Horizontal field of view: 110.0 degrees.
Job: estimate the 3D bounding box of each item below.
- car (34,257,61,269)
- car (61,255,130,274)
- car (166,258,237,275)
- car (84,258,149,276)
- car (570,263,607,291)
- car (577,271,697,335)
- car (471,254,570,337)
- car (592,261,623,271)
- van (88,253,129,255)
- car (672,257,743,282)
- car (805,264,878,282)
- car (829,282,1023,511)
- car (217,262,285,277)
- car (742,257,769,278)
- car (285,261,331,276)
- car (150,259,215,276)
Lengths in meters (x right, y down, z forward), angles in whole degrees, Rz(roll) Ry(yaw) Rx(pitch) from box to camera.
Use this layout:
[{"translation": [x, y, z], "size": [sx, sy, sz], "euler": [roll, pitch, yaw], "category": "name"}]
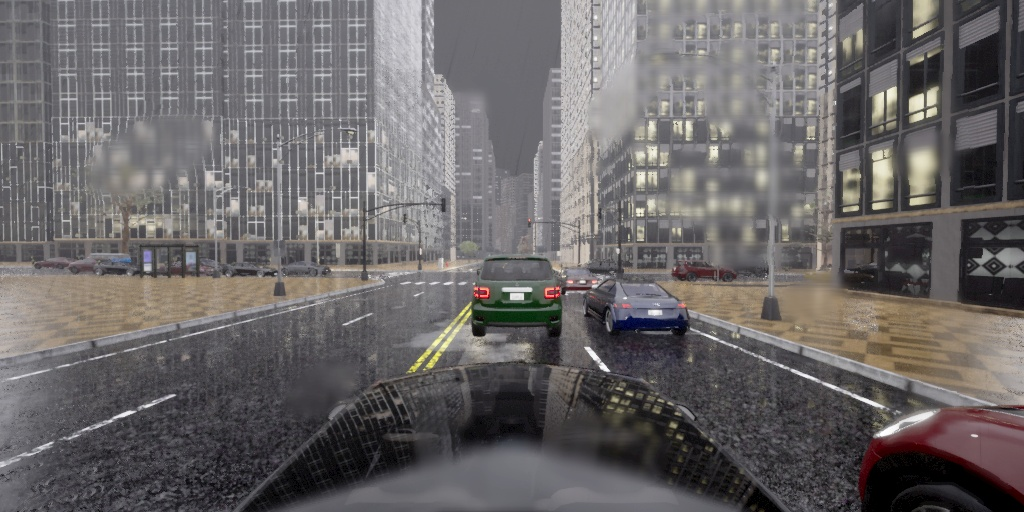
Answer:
[{"translation": [-50.893, 0.791, 40.275], "size": [4.207, 1.307, 1.802], "euler": [0, 0, 1], "category": "car"}, {"translation": [-39.442, 0.936, 34.224], "size": [4.674, 1.442, 1.812], "euler": [1, 1, 2], "category": "car"}, {"translation": [-29.370, 0.993, 33.993], "size": [4.902, 1.511, 2.128], "euler": [1, 1, 1], "category": "car"}, {"translation": [-34.037, 1.068, 31.466], "size": [4.313, 1.339, 1.948], "euler": [0, 0, 1], "category": "car"}, {"translation": [3.388, 1.287, 19.740], "size": [2.033, 1.411, 5.357], "euler": [0, 0, 0], "category": "car"}, {"translation": [3.374, 1.309, 10.498], "size": [1.994, 1.385, 4.181], "euler": [0, 0, -1], "category": "car"}, {"translation": [0.117, 0.967, 10.405], "size": [2.150, 2.045, 5.566], "euler": [0, 0, 0], "category": "car"}, {"translation": [8.907, 1.290, 37.049], "size": [4.892, 1.490, 1.837], "euler": [1, 2, 12], "category": "car"}, {"translation": [-45.211, 0.603, 40.149], "size": [3.998, 1.789, 1.690], "euler": [0, 0, 1], "category": "van"}, {"translation": [16.251, 1.268, 30.533], "size": [5.009, 1.841, 2.192], "euler": [0, 0, 1], "category": "car"}, {"translation": [27.698, 1.577, 30.313], "size": [4.829, 1.417, 1.751], "euler": [0, 0, 1], "category": "car"}, {"translation": [3.344, 1.103, 0.454], "size": [2.097, 1.767, 4.553], "euler": [0, 0, 0], "category": "car"}, {"translation": [-22.673, 1.172, 31.137], "size": [4.313, 1.339, 1.948], "euler": [0, 0, 1], "category": "car"}, {"translation": [22.854, 1.140, 36.183], "size": [5.566, 2.045, 2.150], "euler": [1, 1, 1], "category": "car"}, {"translation": [-19.401, 1.156, 33.771], "size": [4.181, 1.385, 1.994], "euler": [1, 1, 1], "category": "car"}, {"translation": [-28.357, 1.137, 31.282], "size": [4.207, 1.307, 1.802], "euler": [0, 0, 1], "category": "car"}]
